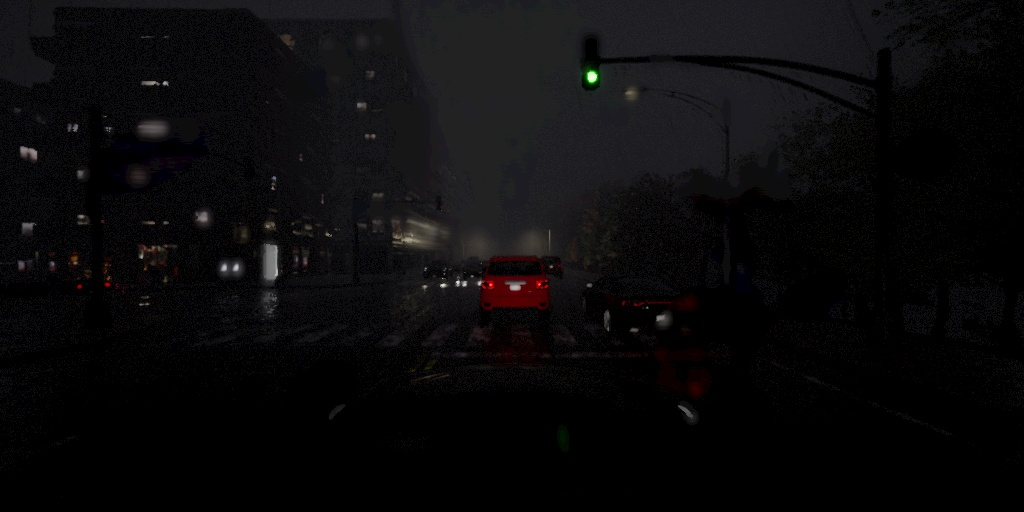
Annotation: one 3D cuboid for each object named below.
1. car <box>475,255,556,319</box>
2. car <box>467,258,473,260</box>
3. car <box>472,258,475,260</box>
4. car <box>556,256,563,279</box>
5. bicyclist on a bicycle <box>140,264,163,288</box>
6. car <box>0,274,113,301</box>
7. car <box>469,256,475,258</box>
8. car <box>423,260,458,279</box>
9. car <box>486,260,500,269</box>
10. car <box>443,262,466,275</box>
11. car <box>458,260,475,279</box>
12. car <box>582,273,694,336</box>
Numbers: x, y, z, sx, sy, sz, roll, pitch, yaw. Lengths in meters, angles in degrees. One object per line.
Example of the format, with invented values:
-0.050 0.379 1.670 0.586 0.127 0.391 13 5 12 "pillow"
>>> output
0.091 0.989 12.961 2.150 2.045 5.566 0 0 0 "car"
-6.517 1.358 51.361 2.033 1.411 5.357 0 0 0 "car"
-3.331 1.302 42.428 1.837 1.490 4.892 0 0 0 "car"
3.345 1.005 33.166 2.150 2.045 5.566 0 0 0 "car"
-24.882 1.352 24.757 0.582 1.620 1.656 -1 0 -1 "bicyclist on a bicycle"
-24.787 1.667 19.258 4.718 1.301 1.895 -1 0 -1 "car"
-6.511 1.049 61.889 2.150 2.045 5.566 0 0 0 "car"
-6.598 1.136 32.717 2.097 1.767 4.553 0 0 0 "car"
-3.261 1.375 61.945 2.033 1.411 5.357 0 0 0 "car"
-6.584 1.397 41.709 1.895 1.301 4.718 0 0 0 "car"
-3.349 1.331 32.892 2.033 1.411 5.357 0 0 0 "car"
3.348 1.236 10.476 1.882 1.535 5.008 0 0 0 "car"
